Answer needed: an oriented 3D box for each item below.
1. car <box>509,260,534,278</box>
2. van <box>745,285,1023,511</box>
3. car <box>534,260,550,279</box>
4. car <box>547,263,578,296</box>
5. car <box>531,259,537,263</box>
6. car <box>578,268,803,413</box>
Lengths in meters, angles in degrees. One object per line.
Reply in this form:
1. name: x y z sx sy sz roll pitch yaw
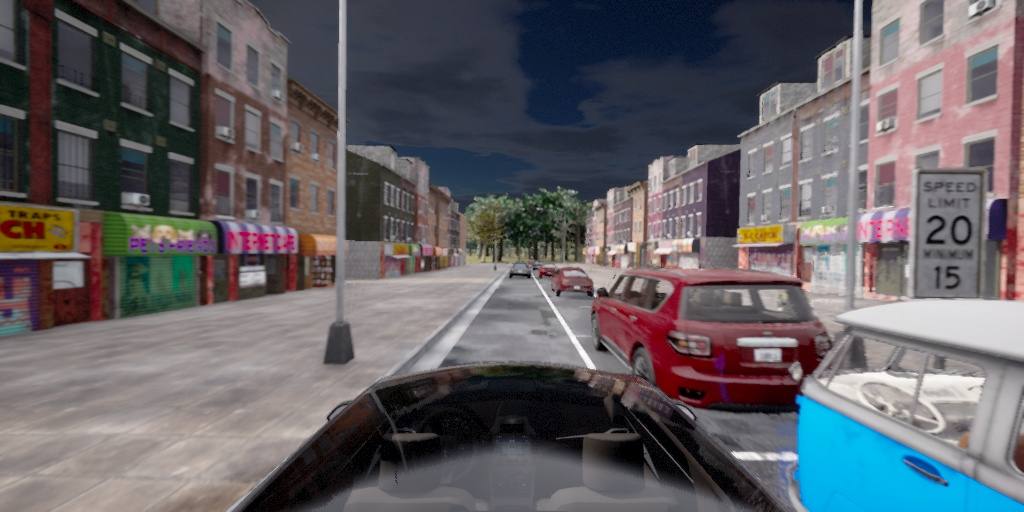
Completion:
1. car: 0.770 1.315 33.586 1.994 1.385 4.181 1 0 2
2. van: 2.568 1.133 0.679 1.690 1.789 3.998 0 0 1
3. car: 3.323 1.337 33.108 1.888 1.381 4.507 0 0 1
4. car: 3.124 1.315 19.184 1.812 1.442 4.674 1 0 1
5. car: 3.701 1.373 49.322 1.948 1.339 4.313 0 0 1
6. car: 2.694 1.104 6.083 2.192 1.841 5.009 0 0 1
